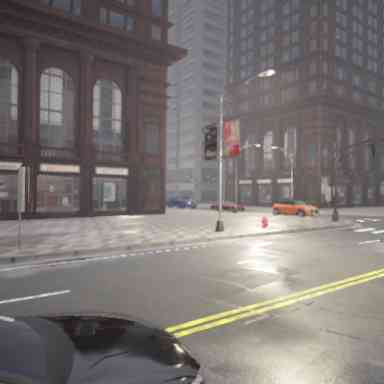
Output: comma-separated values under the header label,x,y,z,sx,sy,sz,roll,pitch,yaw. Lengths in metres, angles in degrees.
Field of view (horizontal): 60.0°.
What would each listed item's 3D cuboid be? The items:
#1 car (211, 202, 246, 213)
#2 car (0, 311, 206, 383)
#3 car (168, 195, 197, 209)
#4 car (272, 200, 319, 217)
label,x,y,z,sx,sy,sz,roll,pitch,yaw
car,4.442,1.845,41.013,1.895,1.301,4.718,1,-1,-35
car,-2.083,1.489,1.954,4.902,1.511,2.128,0,0,-35
car,-1.515,1.514,49.409,2.150,2.045,5.566,1,-1,-35
car,10.230,1.551,32.887,2.097,1.767,4.553,1,-1,-35
